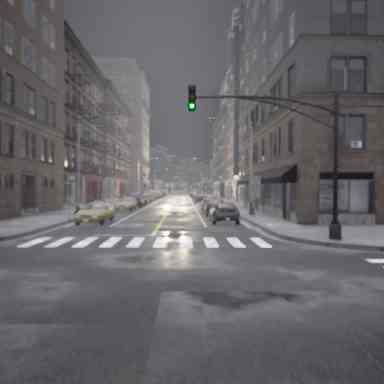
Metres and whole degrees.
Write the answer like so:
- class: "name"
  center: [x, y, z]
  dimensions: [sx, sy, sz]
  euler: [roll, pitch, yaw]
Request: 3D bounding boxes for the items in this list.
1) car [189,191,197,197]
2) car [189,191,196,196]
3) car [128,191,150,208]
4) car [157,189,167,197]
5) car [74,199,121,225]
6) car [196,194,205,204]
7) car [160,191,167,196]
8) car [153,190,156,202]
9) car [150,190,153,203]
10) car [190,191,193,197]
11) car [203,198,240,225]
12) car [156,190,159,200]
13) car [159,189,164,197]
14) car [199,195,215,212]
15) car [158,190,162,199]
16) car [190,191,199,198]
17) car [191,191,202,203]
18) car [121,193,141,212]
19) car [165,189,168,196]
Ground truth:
- class: "car"
  center: [0.255, 0.507, 87.178]
  dimensions: [1.802, 1.307, 4.206]
  euler: [0, 1, -2]
- class: "car"
  center: [0.108, 0.408, 92.657]
  dimensions: [2.008, 1.369, 4.403]
  euler: [0, 1, -2]
- class: "car"
  center: [-6.464, 0.810, 37.642]
  dimensions: [2.192, 1.841, 5.009]
  euler: [0, 1, -2]
- class: "car"
  center: [-7.770, 0.197, 86.959]
  dimensions: [2.192, 1.841, 5.009]
  euler: [0, 1, -2]
- class: "car"
  center: [-6.026, 1.228, 21.036]
  dimensions: [1.752, 1.417, 4.829]
  euler: [0, 1, -2]
- class: "car"
  center: [1.726, 1.157, 32.381]
  dimensions: [2.008, 1.369, 4.403]
  euler: [0, 1, -2]
- class: "car"
  center: [-7.917, 0.358, 92.442]
  dimensions: [1.887, 1.381, 4.507]
  euler: [0, 1, -2]
- class: "car"
  center: [-6.755, 0.798, 48.603]
  dimensions: [1.967, 1.590, 4.097]
  euler: [0, 1, -2]
- class: "car"
  center: [-6.610, 0.866, 43.123]
  dimensions: [1.967, 1.590, 4.097]
  euler: [0, 1, -2]
- class: "car"
  center: [1.137, 0.884, 54.299]
  dimensions: [2.008, 1.369, 4.403]
  euler: [0, 1, -2]
- class: "car"
  center: [2.020, 1.294, 21.423]
  dimensions: [2.008, 1.369, 4.403]
  euler: [0, 1, -2]
- class: "car"
  center: [-6.901, 0.840, 54.083]
  dimensions: [2.008, 1.369, 4.403]
  euler: [0, 1, -2]
- class: "car"
  center: [-7.190, 0.468, 65.040]
  dimensions: [2.192, 1.841, 5.009]
  euler: [0, 1, -2]
- class: "car"
  center: [1.873, 1.220, 26.902]
  dimensions: [1.887, 1.381, 4.507]
  euler: [0, 1, -2]
- class: "car"
  center: [-7.046, 0.787, 59.564]
  dimensions: [1.947, 1.339, 4.313]
  euler: [0, 1, -2]
- class: "car"
  center: [0.549, 0.605, 76.218]
  dimensions: [1.887, 1.381, 4.507]
  euler: [0, 1, -2]
- class: "car"
  center: [1.284, 0.952, 48.820]
  dimensions: [2.008, 1.369, 4.403]
  euler: [0, 1, -2]
- class: "car"
  center: [-6.316, 1.091, 31.994]
  dimensions: [1.752, 1.417, 4.829]
  euler: [0, 1, -2]
- class: "car"
  center: [-7.625, 0.264, 81.479]
  dimensions: [2.192, 1.841, 5.009]
  euler: [0, 1, -2]
